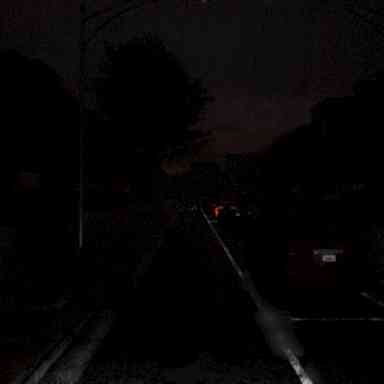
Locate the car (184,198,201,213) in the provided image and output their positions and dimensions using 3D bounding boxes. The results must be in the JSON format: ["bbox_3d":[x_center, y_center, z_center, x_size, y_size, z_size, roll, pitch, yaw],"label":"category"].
[{"bbox_3d":[0.056,1.841,43.077,1.837,1.490,4.892,0,-1,1],"label":"car"}]

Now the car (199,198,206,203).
[{"bbox_3d":[2.681,2.208,86.559,1.752,1.417,4.829,1,-1,0],"label":"car"}]

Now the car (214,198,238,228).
[{"bbox_3d":[2.997,1.541,23.935,2.097,1.767,4.553,0,0,0],"label":"car"}]

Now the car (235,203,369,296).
[{"bbox_3d":[2.654,1.386,8.821,2.192,1.841,5.009,1,0,0],"label":"car"}]

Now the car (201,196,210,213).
[{"bbox_3d":[2.667,1.643,42.066,2.192,1.841,5.009,1,0,0],"label":"car"}]

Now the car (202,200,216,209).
[{"bbox_3d":[2.668,1.958,53.146,1.887,1.381,4.507,1,0,0],"label":"car"}]

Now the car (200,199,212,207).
[{"bbox_3d":[2.672,2.064,64.227,1.947,1.339,4.313,1,0,0],"label":"car"}]

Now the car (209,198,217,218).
[{"bbox_3d":[3.000,1.595,30.935,2.097,1.767,4.553,0,0,0],"label":"car"}]

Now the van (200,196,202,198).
[{"bbox_3d":[2.673,1.796,58.688,1.690,1.788,3.998,1,0,0],"label":"van"}]
